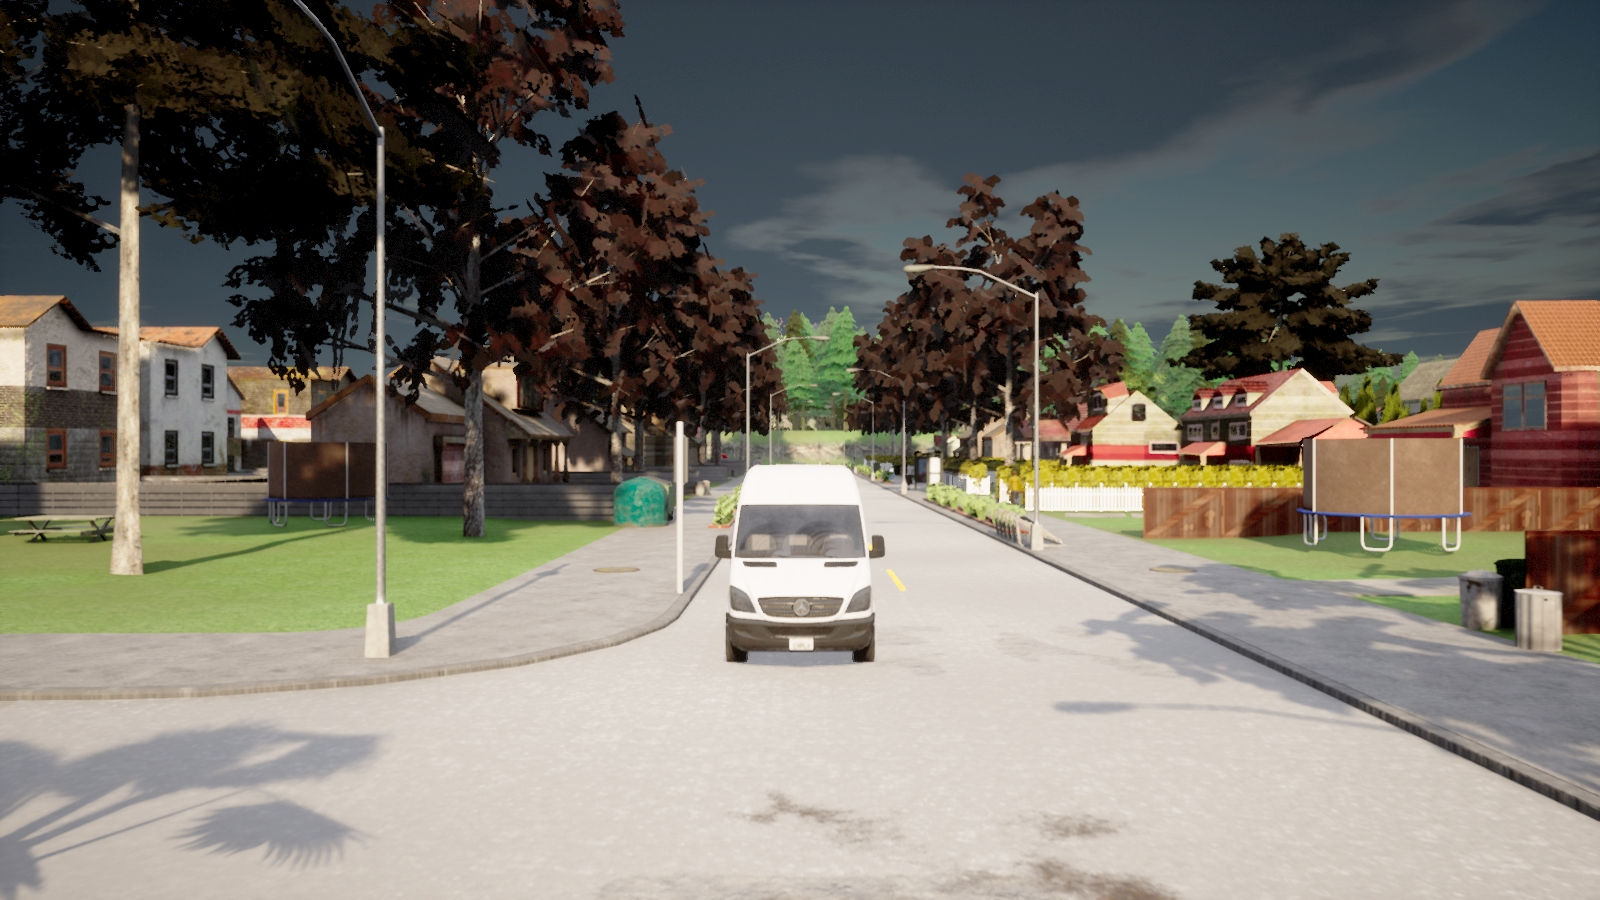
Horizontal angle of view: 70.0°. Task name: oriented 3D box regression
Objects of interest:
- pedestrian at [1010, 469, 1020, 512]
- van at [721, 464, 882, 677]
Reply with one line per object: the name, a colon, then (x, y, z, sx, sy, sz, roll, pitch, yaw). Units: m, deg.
pedestrian: (9.198, 1.726, 48.853, 0.375, 1.860, 0.375, 0, 0, -2)
van: (-0.002, 1.528, 17.053, 1.988, 2.561, 5.915, 0, 0, 0)
